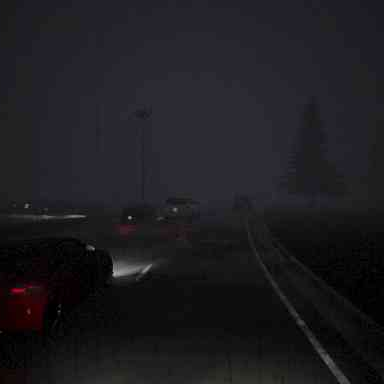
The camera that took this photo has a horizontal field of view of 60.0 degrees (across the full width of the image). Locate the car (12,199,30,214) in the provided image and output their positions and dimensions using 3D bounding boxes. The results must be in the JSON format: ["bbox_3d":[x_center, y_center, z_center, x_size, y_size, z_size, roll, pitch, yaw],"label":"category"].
[{"bbox_3d":[-17.832,1.519,37.436,2.097,1.767,4.553,0,0,17],"label":"car"}]

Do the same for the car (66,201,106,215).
[{"bbox_3d":[-11.064,1.727,35.667,1.994,1.385,4.181,0,0,17],"label":"car"}]

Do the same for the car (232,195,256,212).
[{"bbox_3d":[6.399,1.427,41.844,2.150,2.045,5.566,0,0,14],"label":"car"}]

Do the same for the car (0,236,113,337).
[{"bbox_3d":[-3.085,1.595,6.854,1.994,1.385,4.181,0,0,3],"label":"car"}]

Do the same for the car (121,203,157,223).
[{"bbox_3d":[-4.204,1.633,27.001,1.837,1.490,4.892,0,0,10],"label":"car"}]

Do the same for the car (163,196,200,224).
[{"bbox_3d":[-0.736,1.349,26.686,2.150,2.045,5.566,0,0,10],"label":"car"}]

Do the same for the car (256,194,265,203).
[{"bbox_3d":[16.629,1.631,82.006,2.150,2.045,5.566,0,0,13],"label":"car"}]

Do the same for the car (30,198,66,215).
[{"bbox_3d":[-14.651,1.666,35.866,1.837,1.490,4.892,0,0,17],"label":"car"}]
